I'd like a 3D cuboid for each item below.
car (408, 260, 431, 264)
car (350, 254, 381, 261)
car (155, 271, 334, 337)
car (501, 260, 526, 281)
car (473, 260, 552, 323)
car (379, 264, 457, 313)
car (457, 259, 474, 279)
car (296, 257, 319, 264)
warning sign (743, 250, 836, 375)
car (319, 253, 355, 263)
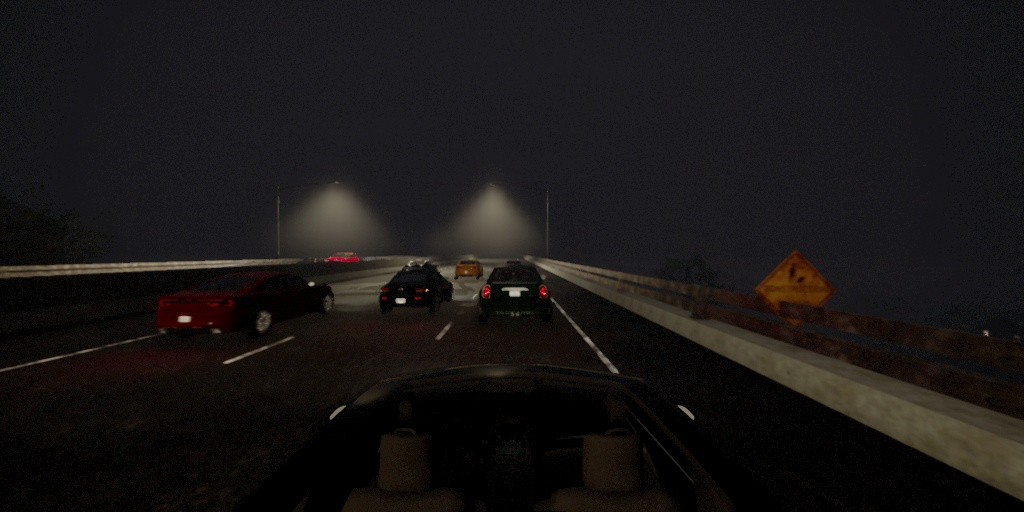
[{"bbox_3d":[-6.909,1.035,27.479,2.128,1.511,4.902,0,0,0],"label":"car"},{"bbox_3d":[-17.571,0.894,44.448,2.128,1.511,4.902,0,0,0],"label":"car"},{"bbox_3d":[-6.921,1.162,10.060,1.882,1.535,5.008,0,1,0],"label":"car"},{"bbox_3d":[0.093,1.060,28.558,1.812,1.442,4.674,0,0,0],"label":"car"},{"bbox_3d":[0.086,1.023,11.908,2.097,1.767,4.553,0,1,0],"label":"car"},{"bbox_3d":[-3.409,1.184,13.323,1.812,1.442,4.674,0,1,0],"label":"car"},{"bbox_3d":[-3.406,1.008,29.022,1.882,1.535,5.008,0,0,0],"label":"car"},{"bbox_3d":[-24.567,0.910,44.158,1.837,1.490,4.892,0,0,0],"label":"car"},{"bbox_3d":[4.552,0.833,5.839,1.300,1.860,1.060,0,0,0],"label":"warning sign"},{"bbox_3d":[-21.069,0.625,44.504,2.150,2.045,5.566,0,0,0],"label":"car"}]
